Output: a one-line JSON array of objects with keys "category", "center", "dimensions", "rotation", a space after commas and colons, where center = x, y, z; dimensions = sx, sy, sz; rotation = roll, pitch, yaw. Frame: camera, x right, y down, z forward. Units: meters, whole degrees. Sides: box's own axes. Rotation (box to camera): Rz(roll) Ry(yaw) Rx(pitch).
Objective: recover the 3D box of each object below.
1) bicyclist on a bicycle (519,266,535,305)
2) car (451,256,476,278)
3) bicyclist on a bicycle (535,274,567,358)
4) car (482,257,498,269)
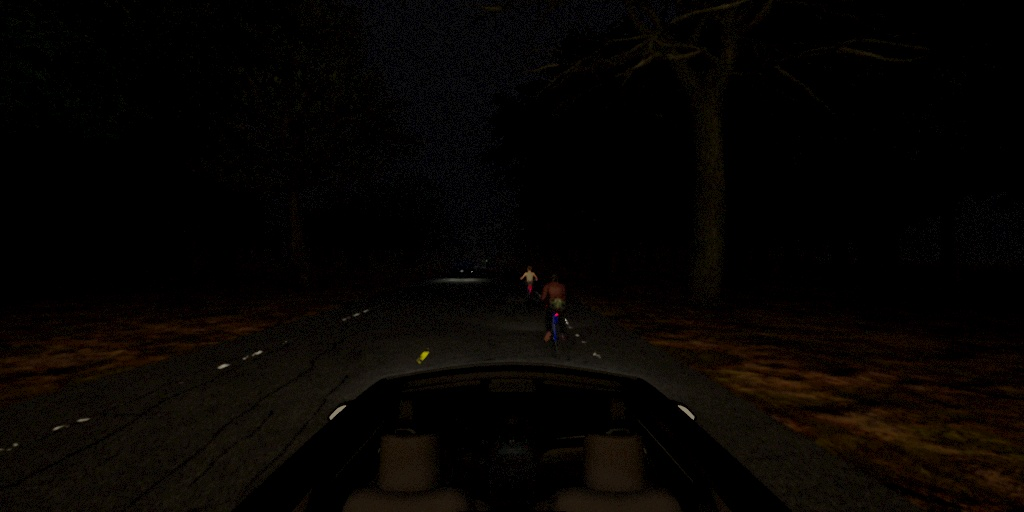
[{"category": "bicyclist on a bicycle", "center": [0.742, 1.222, 15.405], "dimensions": [0.866, 1.612, 1.509], "rotation": [0, 1, -2]}, {"category": "car", "center": [-4.882, 1.057, 36.226], "dimensions": [2.150, 2.045, 5.566], "rotation": [0, 0, -4]}, {"category": "bicyclist on a bicycle", "center": [0.904, 1.219, 7.583], "dimensions": [0.582, 1.620, 1.656], "rotation": [0, 0, -1]}, {"category": "car", "center": [-3.360, 1.329, 59.318], "dimensions": [2.128, 1.511, 4.902], "rotation": [0, 0, -6]}]
